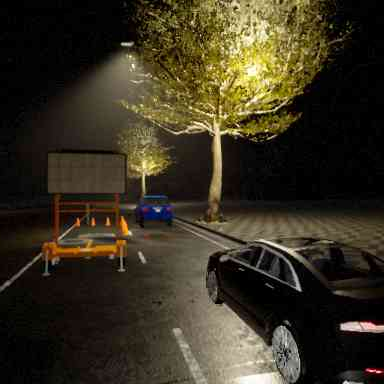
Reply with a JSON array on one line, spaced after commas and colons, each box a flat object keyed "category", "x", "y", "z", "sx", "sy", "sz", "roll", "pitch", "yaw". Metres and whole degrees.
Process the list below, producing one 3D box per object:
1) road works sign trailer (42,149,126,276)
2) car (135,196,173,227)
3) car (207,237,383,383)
[{"category": "road works sign trailer", "x": -3.313, "y": 0.477, "z": 10.606, "sx": 2.380, "sy": 3.560, "sz": 2.880, "roll": 0, "pitch": 0, "yaw": -14}, {"category": "car", "x": -2.809, "y": 1.299, "z": 23.787, "sx": 2.150, "sy": 2.045, "sz": 5.566, "roll": 0, "pitch": 0, "yaw": -14}, {"category": "car", "x": 1.642, "y": 1.494, "z": 5.462, "sx": 2.128, "sy": 1.511, "sz": 4.902, "roll": 0, "pitch": 0, "yaw": -14}]
